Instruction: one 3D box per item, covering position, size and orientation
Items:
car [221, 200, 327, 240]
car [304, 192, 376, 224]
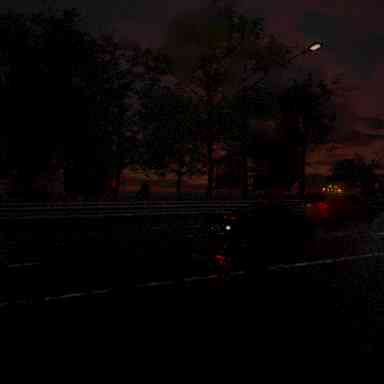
[{"bbox_3d":[3.717,1.302,15.592,4.892,1.490,1.837,0,0,-27],"label":"car"},{"bbox_3d":[10.026,1.033,22.726,5.566,2.045,2.150,0,0,-26],"label":"car"}]
